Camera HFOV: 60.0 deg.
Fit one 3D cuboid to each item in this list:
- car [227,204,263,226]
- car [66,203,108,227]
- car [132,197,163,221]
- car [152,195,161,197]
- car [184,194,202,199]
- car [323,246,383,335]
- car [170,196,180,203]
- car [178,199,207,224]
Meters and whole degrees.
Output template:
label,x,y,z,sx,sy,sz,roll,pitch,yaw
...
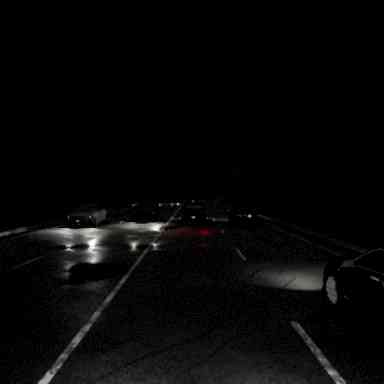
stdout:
label,x,y,z,sx,sy,sz,roll,pitch,yaw
car,3.606,1.543,23.312,2.033,1.411,5.357,0,0,0
car,-7.078,1.522,22.898,1.812,1.442,4.674,0,0,0
car,-3.589,1.473,27.004,1.882,1.535,5.008,0,0,0
car,-6.956,1.339,65.090,2.097,1.767,4.553,0,0,1
car,0.116,1.214,42.985,2.150,2.045,5.566,0,0,0
car,3.602,1.504,4.917,1.837,1.490,4.892,0,0,0
car,-3.409,1.529,68.840,2.033,1.411,5.357,0,0,1
car,0.105,1.521,24.804,1.812,1.442,4.674,0,0,0
